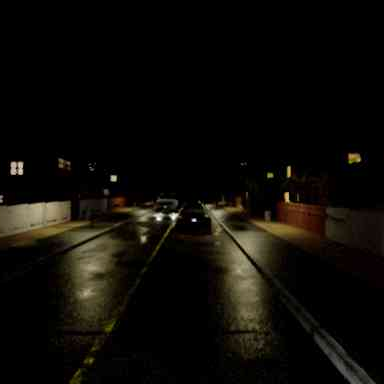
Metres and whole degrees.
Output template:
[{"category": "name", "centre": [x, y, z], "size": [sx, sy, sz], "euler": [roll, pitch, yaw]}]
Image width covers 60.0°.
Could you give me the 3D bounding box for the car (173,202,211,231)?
[{"category": "car", "centre": [0.119, 1.528, 20.260], "size": [1.994, 1.385, 4.181], "euler": [0, 0, 0]}]

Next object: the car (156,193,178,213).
[{"category": "car", "centre": [-2.711, 1.165, 36.744], "size": [2.150, 2.045, 5.566], "euler": [0, 0, 0]}]

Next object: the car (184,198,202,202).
[{"category": "car", "centre": [0.142, 1.446, 39.666], "size": [1.837, 1.490, 4.892], "euler": [0, 0, 0]}]
